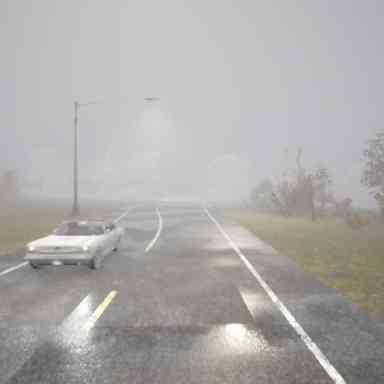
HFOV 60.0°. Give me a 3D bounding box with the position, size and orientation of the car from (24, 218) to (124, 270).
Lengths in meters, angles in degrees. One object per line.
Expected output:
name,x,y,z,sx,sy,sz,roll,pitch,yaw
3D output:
car,-3.636,1.603,11.145,1.895,1.301,4.718,0,0,-1
